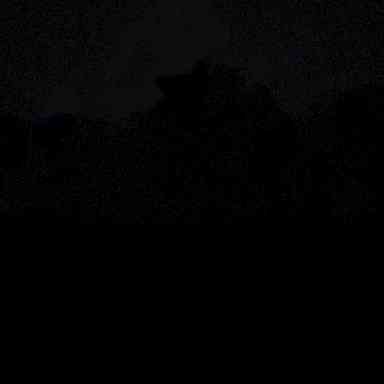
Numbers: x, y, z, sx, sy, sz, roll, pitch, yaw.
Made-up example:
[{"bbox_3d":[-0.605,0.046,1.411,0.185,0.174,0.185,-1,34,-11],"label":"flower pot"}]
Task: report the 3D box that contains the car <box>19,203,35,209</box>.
[{"bbox_3d":[-42.216,3.725,85.269,1.837,1.490,4.892,-3,-3,5],"label":"car"}]
